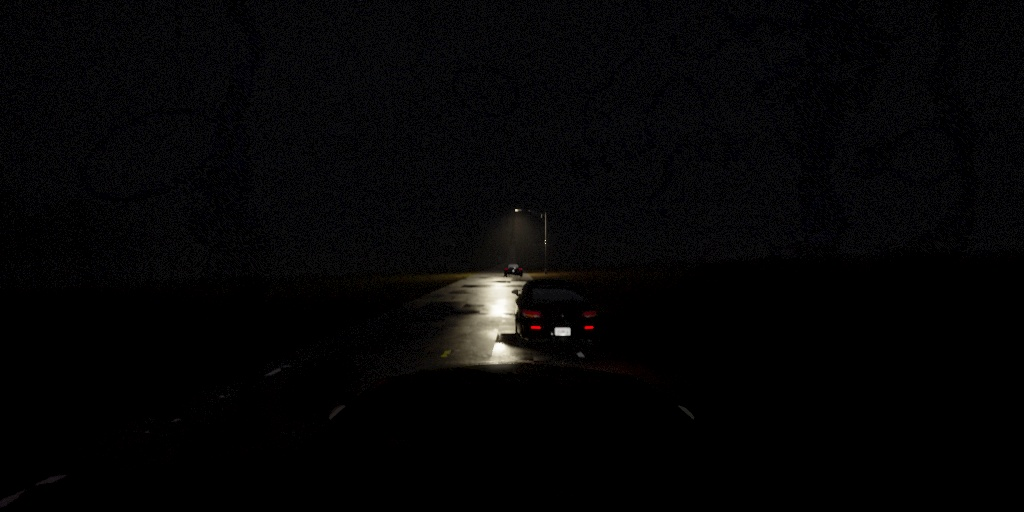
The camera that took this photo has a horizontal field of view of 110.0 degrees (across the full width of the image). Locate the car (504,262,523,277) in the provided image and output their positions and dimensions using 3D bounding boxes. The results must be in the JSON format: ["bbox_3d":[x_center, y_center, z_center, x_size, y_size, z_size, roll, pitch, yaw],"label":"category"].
[{"bbox_3d":[0.167,1.512,38.820,1.994,1.385,4.181,0,0,1],"label":"car"}]

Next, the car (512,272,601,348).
[{"bbox_3d":[0.985,1.299,9.212,1.812,1.442,4.674,0,0,0],"label":"car"}]
